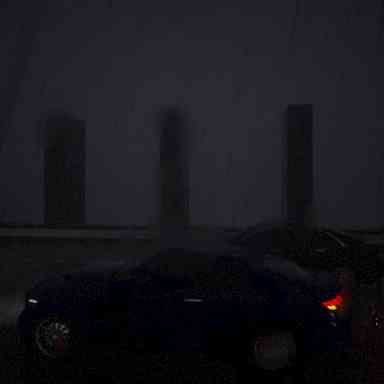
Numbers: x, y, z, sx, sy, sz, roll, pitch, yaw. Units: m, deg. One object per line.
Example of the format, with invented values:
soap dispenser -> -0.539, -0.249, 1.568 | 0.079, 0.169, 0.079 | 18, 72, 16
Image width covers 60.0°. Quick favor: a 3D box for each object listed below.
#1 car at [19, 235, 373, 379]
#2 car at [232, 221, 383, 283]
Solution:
car -> -0.150, 1.522, 5.027 | 4.674, 1.442, 1.812 | 0, 0, 7
car -> 2.022, 1.502, 8.268 | 4.892, 1.490, 1.837 | 0, 0, 8
